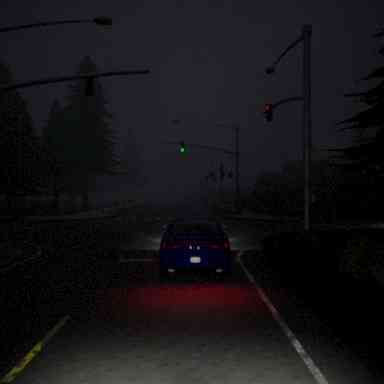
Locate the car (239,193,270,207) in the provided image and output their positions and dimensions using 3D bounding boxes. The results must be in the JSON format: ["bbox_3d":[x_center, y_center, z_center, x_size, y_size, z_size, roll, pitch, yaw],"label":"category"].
[{"bbox_3d":[8.445,1.103,45.279,3.866,1.878,1.905,0,0,-1],"label":"car"}]

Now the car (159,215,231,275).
[{"bbox_3d":[0.078,1.467,10.445,1.882,1.535,5.008,0,0,0],"label":"car"}]

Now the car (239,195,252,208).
[{"bbox_3d":[8.859,1.103,42.769,4.605,1.855,1.932,0,0,-1],"label":"car"}]
